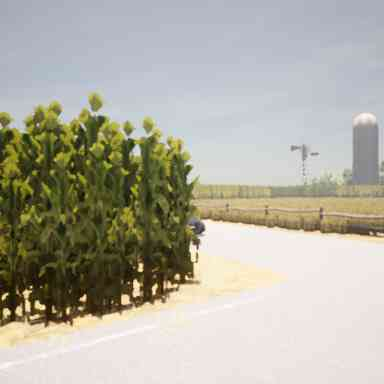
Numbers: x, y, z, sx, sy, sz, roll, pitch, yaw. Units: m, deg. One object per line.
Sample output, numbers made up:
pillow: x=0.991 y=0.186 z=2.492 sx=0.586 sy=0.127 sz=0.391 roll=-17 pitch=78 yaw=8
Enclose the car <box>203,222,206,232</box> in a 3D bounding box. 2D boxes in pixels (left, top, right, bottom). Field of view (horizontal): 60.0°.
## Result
car: x=-1.098 y=1.528 z=17.690 sx=1.994 sy=1.385 sz=4.181 roll=0 pitch=0 yaw=-35
